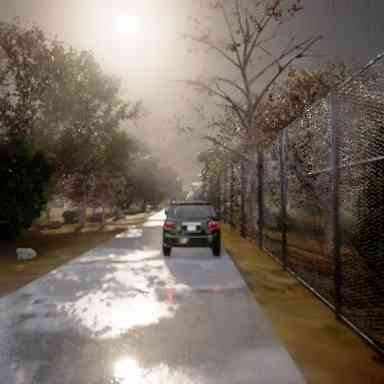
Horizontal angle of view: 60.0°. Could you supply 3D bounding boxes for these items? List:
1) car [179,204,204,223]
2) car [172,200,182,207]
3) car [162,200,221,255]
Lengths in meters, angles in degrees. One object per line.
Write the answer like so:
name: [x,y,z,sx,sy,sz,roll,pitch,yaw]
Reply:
car: [-0.059,1.844,29.289,1.994,1.385,4.181,0,-1,0]
car: [-3.115,2.411,71.014,1.882,1.535,5.008,0,-1,-1]
car: [-0.015,1.351,14.006,2.150,2.045,5.566,0,0,0]
